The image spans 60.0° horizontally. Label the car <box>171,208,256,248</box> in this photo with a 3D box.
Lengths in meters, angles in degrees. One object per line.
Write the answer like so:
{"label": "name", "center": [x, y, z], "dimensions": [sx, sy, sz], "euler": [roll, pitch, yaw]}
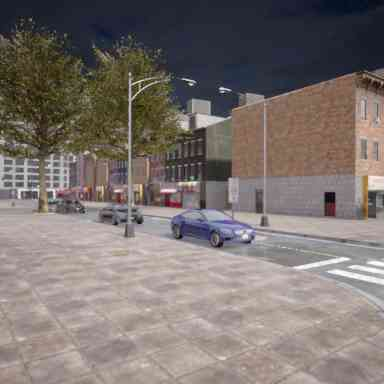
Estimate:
{"label": "car", "center": [0.749, 1.484, 14.949], "dimensions": [1.812, 1.442, 4.674], "euler": [0, 0, -35]}

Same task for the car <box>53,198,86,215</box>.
{"label": "car", "center": [-12.170, 1.438, 33.371], "dimensions": [1.837, 1.490, 4.892], "euler": [0, 0, -35]}

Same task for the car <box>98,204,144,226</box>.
{"label": "car", "center": [-4.996, 1.507, 23.140], "dimensions": [1.994, 1.385, 4.181], "euler": [0, 0, -35]}

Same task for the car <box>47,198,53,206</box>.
{"label": "car", "center": [-22.017, 1.533, 52.497], "dimensions": [1.895, 1.301, 4.718], "euler": [0, 0, -35]}
